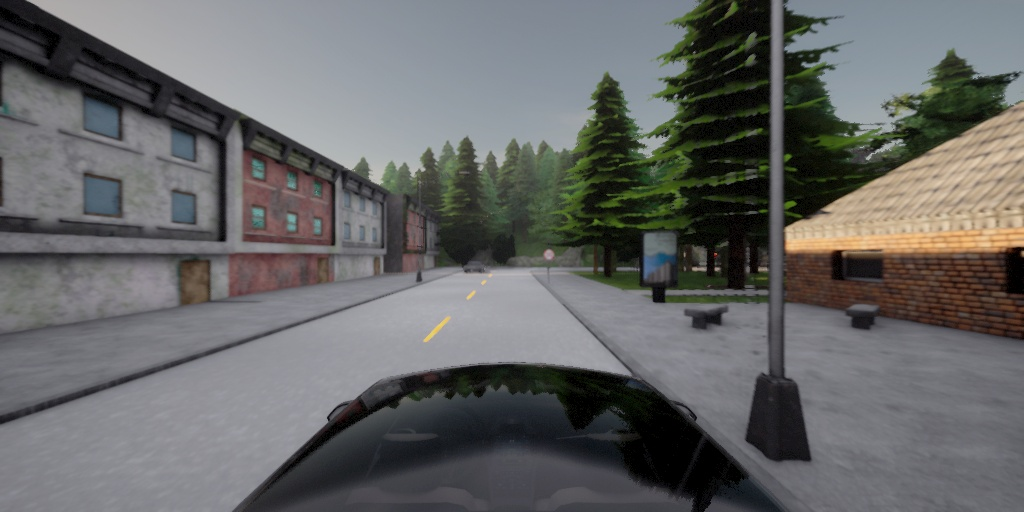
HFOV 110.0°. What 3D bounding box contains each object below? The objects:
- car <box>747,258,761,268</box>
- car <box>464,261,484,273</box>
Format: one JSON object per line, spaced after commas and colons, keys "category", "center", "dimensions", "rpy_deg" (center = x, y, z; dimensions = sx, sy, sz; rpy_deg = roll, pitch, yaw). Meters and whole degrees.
{"category": "car", "center": [34.137, 1.009, 53.191], "dimensions": [5.008, 1.535, 1.882], "rpy_deg": [0, 0, 0]}
{"category": "car", "center": [-4.260, 1.231, 40.416], "dimensions": [1.895, 1.301, 4.718], "rpy_deg": [0, 0, 1]}
